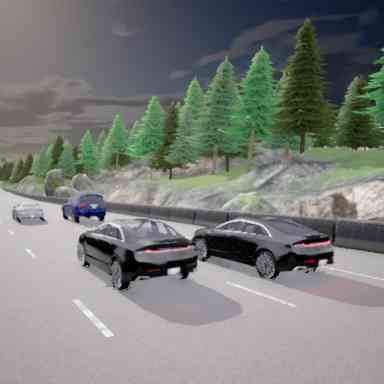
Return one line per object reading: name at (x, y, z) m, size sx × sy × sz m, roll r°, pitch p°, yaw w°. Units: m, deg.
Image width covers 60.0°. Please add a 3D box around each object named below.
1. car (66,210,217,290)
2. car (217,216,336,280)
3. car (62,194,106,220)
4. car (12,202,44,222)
car at (-1.730, 1.482, 9.212) m, size 2.128 × 1.511 × 4.902 m, roll 0°, pitch 0°, yaw -34°
car at (1.857, 1.488, 10.135) m, size 2.128 × 1.511 × 4.902 m, roll 0°, pitch 0°, yaw -34°
car at (-8.372, 1.181, 25.567) m, size 2.150 × 2.045 × 5.566 m, roll 0°, pitch 0°, yaw -34°
car at (-12.771, 1.481, 25.867) m, size 1.812 × 1.442 × 4.674 m, roll 0°, pitch 0°, yaw -34°
